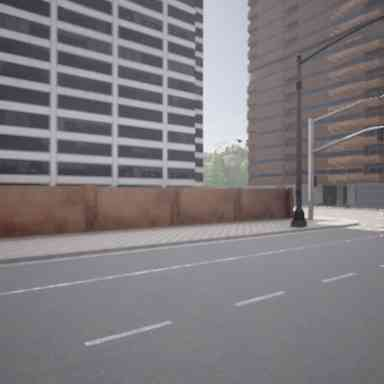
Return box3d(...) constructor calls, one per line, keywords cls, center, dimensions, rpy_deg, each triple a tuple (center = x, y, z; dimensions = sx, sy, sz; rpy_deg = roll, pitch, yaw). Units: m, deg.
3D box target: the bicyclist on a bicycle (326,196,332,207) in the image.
box3d(cls="bicyclist on a bicycle", center=(19.783, 1.372, 48.081), dimensions=(1.656, 1.620, 0.582), rpy_deg=(0, 0, -36))
